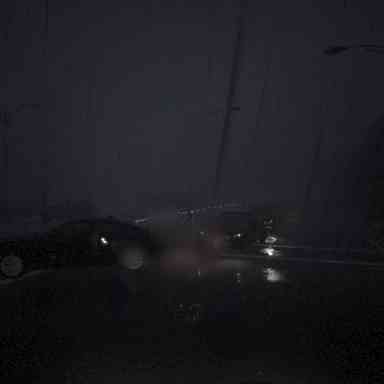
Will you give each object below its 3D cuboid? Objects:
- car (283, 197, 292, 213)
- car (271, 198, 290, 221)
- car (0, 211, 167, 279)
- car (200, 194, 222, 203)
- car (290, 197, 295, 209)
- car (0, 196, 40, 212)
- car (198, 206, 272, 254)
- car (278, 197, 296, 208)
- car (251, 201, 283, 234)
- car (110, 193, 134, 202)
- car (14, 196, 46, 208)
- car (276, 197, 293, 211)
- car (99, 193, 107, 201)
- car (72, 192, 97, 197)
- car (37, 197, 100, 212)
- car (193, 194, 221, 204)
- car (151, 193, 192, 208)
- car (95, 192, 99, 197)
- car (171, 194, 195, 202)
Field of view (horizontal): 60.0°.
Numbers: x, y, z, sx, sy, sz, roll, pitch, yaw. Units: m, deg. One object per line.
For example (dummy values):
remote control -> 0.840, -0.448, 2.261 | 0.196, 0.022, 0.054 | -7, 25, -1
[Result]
car -> 7.824, 1.487, 30.461 | 1.837, 1.490, 4.892 | 0, 0, 19
car -> 5.934, 1.475, 24.902 | 2.128, 1.511, 4.902 | 0, 0, 19
car -> -3.261, 1.475, 9.843 | 5.008, 1.535, 1.882 | 0, 0, -15
car -> 3.556, 1.203, 62.923 | 3.806, 1.475, 1.970 | 0, 0, 19
car -> 9.877, 1.545, 36.495 | 1.994, 1.385, 4.181 | 0, 0, 19
car -> -15.041, 1.356, 29.404 | 3.806, 1.475, 1.970 | 0, 0, 19
car -> 1.851, 1.514, 13.856 | 1.812, 1.442, 4.674 | 0, 0, 25
car -> 13.656, 1.469, 47.619 | 2.128, 1.511, 4.902 | 0, 0, 19
car -> 4.010, 1.490, 19.260 | 1.837, 1.490, 4.892 | 0, 0, 19
car -> -13.651, 1.047, 65.308 | 4.605, 1.855, 1.932 | 0, 0, 19
car -> -21.589, 1.274, 44.296 | 3.633, 1.501, 1.845 | 0, 0, 19
car -> 11.762, 1.484, 42.047 | 1.837, 1.490, 4.892 | 0, 0, 19
car -> -20.043, 1.015, 70.952 | 3.866, 1.878, 1.905 | 0, 0, 19
car -> -18.333, 1.250, 53.743 | 4.514, 1.523, 2.007 | 0, 0, 19
car -> -8.974, 1.356, 24.194 | 3.633, 1.501, 1.845 | 0, 0, 19
car -> 1.798, 1.127, 56.743 | 5.027, 1.636, 2.152 | 0, 0, 19
car -> -2.864, 1.075, 41.745 | 4.605, 1.855, 1.932 | 0, 0, 19
car -> -21.692, 1.299, 68.001 | 3.806, 1.475, 1.970 | 0, 0, 19
car -> -1.939, 1.259, 68.659 | 4.514, 1.523, 2.007 | 0, 0, 19
